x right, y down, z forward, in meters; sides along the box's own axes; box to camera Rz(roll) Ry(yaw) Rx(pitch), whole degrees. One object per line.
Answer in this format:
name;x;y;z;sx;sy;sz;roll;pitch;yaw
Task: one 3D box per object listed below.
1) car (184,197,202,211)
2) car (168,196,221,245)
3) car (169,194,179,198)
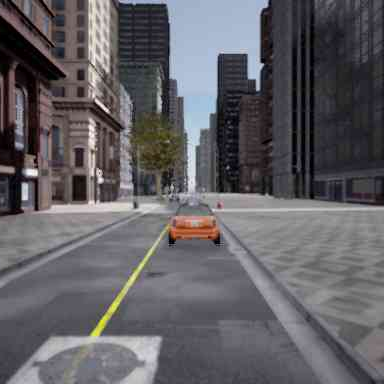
car;0.098;1.341;37.515;1.994;1.385;4.181;0;0;0
car;0.094;1.253;15.024;2.097;1.767;4.553;0;0;0
car;-3.001;1.180;57.910;1.837;1.490;4.892;0;0;0
